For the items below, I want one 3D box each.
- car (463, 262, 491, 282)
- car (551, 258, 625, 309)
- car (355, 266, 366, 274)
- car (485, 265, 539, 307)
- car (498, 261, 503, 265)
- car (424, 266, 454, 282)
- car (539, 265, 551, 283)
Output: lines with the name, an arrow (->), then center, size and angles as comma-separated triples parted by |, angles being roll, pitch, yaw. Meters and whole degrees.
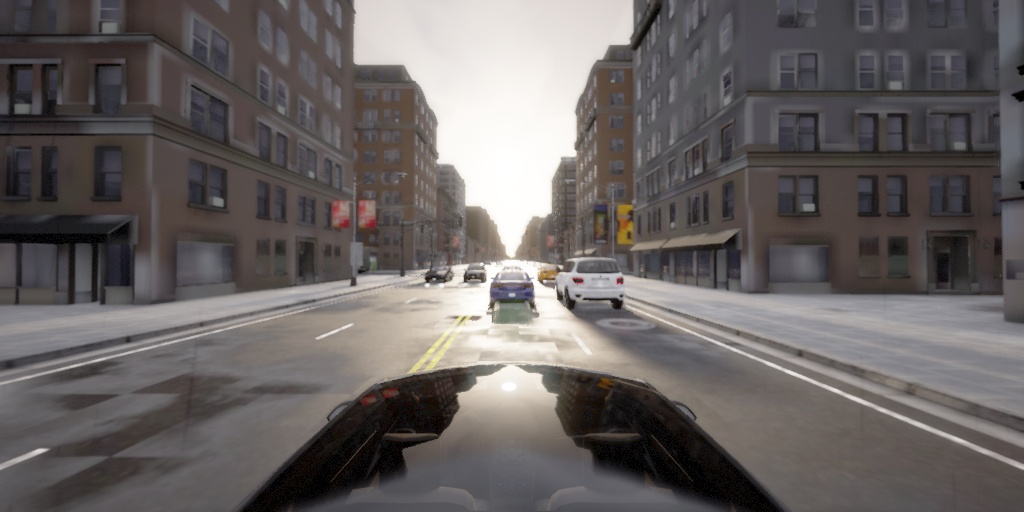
car -> -3.244, 1.547, 32.293 | 1.837, 1.490, 4.892 | 0, -1, 0
car -> 3.255, 1.099, 15.856 | 2.150, 2.045, 5.566 | 0, 0, 0
car -> -22.110, 1.766, 48.832 | 4.313, 1.339, 1.948 | 0, 0, 0
car -> 0.011, 1.364, 16.325 | 1.882, 1.535, 5.008 | 0, 0, 0
car -> 0.015, 1.503, 31.318 | 1.882, 1.535, 5.008 | 0, 0, 0
car -> -6.491, 1.584, 32.604 | 2.033, 1.411, 5.357 | 0, -1, 0
car -> 3.269, 1.503, 31.326 | 1.882, 1.535, 5.008 | 0, 0, 0
